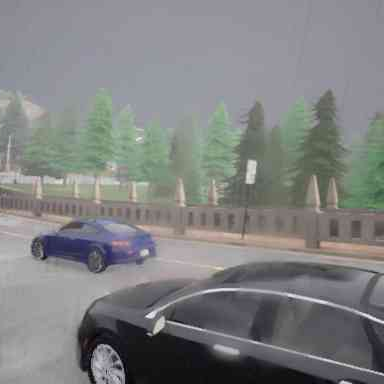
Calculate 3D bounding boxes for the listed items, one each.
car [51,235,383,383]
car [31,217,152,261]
[{"bbox_3d":[0.824,1.505,3.404,4.892,1.490,1.837,0,0,35],"label":"car"},{"bbox_3d":[-3.187,1.521,10.563,4.674,1.442,1.812,0,0,35],"label":"car"}]
